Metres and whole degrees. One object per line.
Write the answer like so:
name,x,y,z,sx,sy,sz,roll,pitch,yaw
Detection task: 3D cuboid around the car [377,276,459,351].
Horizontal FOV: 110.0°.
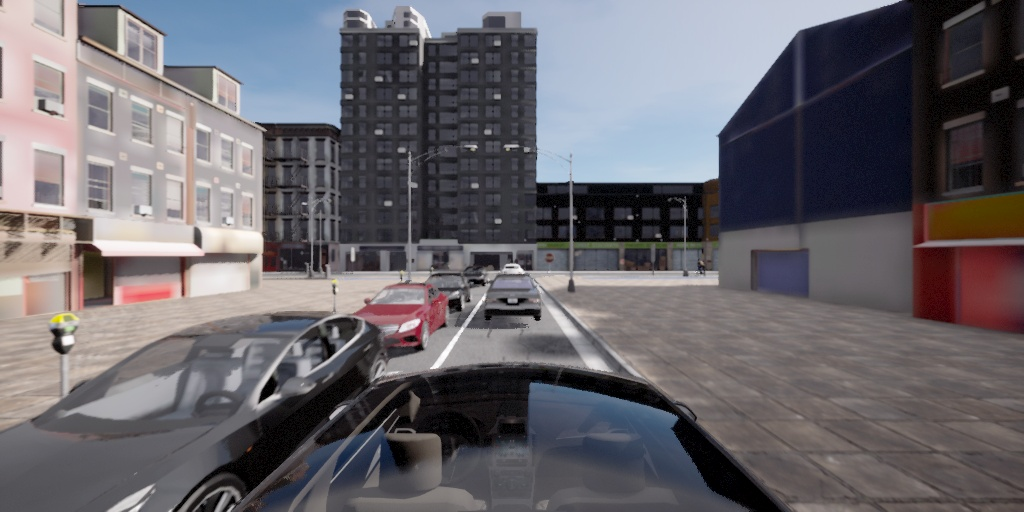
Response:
car,-2.636,1.352,9.012,1.802,1.307,4.207,0,0,0

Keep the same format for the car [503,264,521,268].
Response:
car,0.004,1.348,28.250,1.812,1.442,4.674,0,0,0

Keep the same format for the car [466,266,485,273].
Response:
car,-2.634,1.380,25.369,1.948,1.339,4.313,0,0,0

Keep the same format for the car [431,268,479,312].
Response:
car,-2.636,1.351,14.464,1.948,1.339,4.313,0,0,0

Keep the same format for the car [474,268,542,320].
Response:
car,0.044,1.328,12.764,2.033,1.411,5.357,0,0,1

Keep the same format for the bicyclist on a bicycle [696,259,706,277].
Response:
bicyclist on a bicycle,17.363,1.107,33.052,0.582,1.620,1.656,0,0,0

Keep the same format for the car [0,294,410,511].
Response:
car,-2.637,1.321,3.560,1.948,1.339,4.313,0,0,0
